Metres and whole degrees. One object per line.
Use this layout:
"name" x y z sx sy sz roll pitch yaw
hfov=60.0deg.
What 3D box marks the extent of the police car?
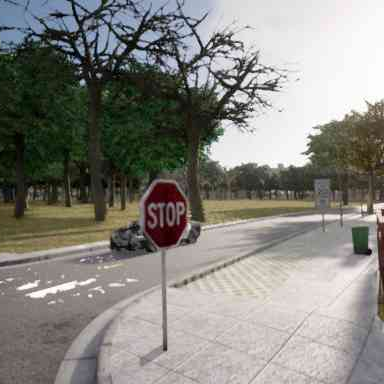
"police car" -1.528 1.728 14.877 2.038 1.542 4.974 -2 -2 30
